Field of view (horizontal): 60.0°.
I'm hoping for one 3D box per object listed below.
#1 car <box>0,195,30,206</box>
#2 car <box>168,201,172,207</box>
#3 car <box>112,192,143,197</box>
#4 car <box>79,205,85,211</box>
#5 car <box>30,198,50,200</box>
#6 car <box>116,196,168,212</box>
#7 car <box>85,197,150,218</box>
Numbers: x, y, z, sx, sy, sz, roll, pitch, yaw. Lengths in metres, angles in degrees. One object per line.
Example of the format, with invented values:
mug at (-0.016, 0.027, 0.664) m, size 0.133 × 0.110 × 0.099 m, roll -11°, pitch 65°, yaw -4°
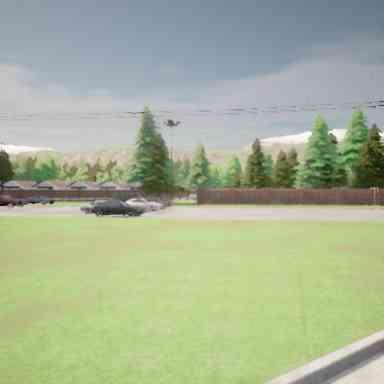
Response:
car at (-21.712, 1.049, 38.125) m, size 5.008 × 1.535 × 1.882 m, roll 0°, pitch 0°, yaw 8°
car at (-4.711, 1.411, 42.589) m, size 4.181 × 1.385 × 1.994 m, roll 0°, pitch 0°, yaw 9°
car at (-6.852, 1.079, 39.367) m, size 5.566 × 2.045 × 2.150 m, roll 0°, pitch 0°, yaw 9°
car at (-8.438, 1.481, 32.529) m, size 4.718 × 1.301 × 1.895 m, roll 0°, pitch 0°, yaw 9°
car at (-20.686, 1.036, 45.050) m, size 4.181 × 1.385 × 1.994 m, roll 0°, pitch 0°, yaw 8°
car at (-5.337, 1.397, 35.614) m, size 4.674 × 1.442 × 1.812 m, roll 0°, pitch 0°, yaw 8°
car at (-6.363, 1.421, 28.690) m, size 4.674 × 1.442 × 1.812 m, roll 0°, pitch 0°, yaw 8°
